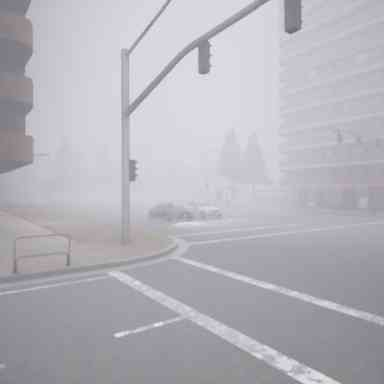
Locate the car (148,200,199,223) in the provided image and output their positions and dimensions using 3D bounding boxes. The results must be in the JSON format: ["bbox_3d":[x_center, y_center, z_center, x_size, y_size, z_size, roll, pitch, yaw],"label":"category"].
[{"bbox_3d":[-1.671,1.505,25.429,1.994,1.385,4.181,0,0,-35],"label":"car"}]

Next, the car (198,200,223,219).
[{"bbox_3d":[0.652,1.453,28.213,1.812,1.442,4.674,0,0,-35],"label":"car"}]
